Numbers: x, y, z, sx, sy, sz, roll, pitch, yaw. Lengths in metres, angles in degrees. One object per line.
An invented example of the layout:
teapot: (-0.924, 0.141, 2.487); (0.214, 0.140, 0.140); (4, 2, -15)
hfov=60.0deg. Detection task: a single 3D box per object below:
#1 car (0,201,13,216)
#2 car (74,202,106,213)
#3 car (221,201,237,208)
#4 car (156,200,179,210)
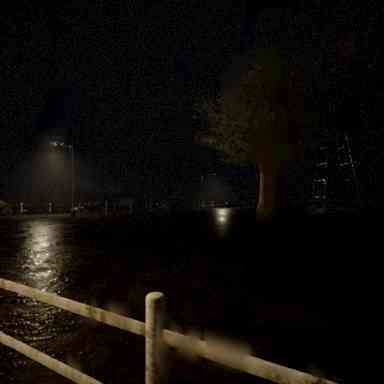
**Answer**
car: (-21.555, 1.730, 34.985); (2.097, 1.767, 4.553); (-2, -2, 36)
car: (-13.939, 2.086, 45.595); (2.128, 1.511, 4.902); (-2, -2, 35)
car: (7.718, 2.626, 69.445); (1.994, 1.385, 4.181); (-2, -2, 36)
car: (-4.338, 2.228, 58.921); (2.097, 1.767, 4.553); (-2, -2, 36)
